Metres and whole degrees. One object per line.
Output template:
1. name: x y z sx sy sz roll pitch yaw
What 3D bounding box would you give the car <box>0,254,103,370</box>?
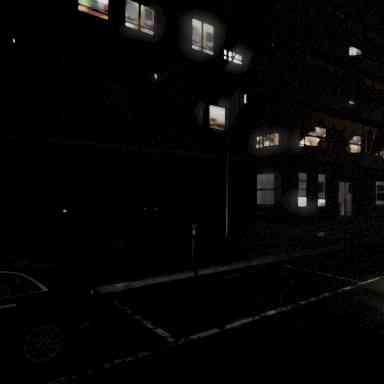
1. car: -3.354 1.551 4.118 4.403 1.369 2.008 0 1 -36
